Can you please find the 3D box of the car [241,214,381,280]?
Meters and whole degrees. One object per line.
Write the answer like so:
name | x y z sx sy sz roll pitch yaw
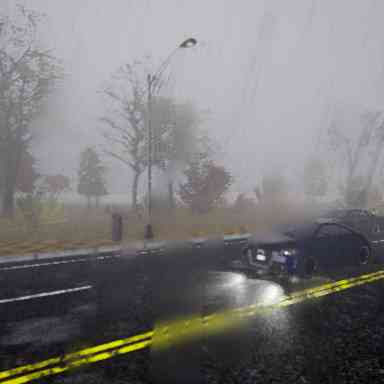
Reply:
car | 3.493 1.564 9.998 4.181 1.385 1.994 0 0 -34

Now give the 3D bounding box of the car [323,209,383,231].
car | 7.606 1.551 16.642 5.357 1.411 2.033 0 0 -33
